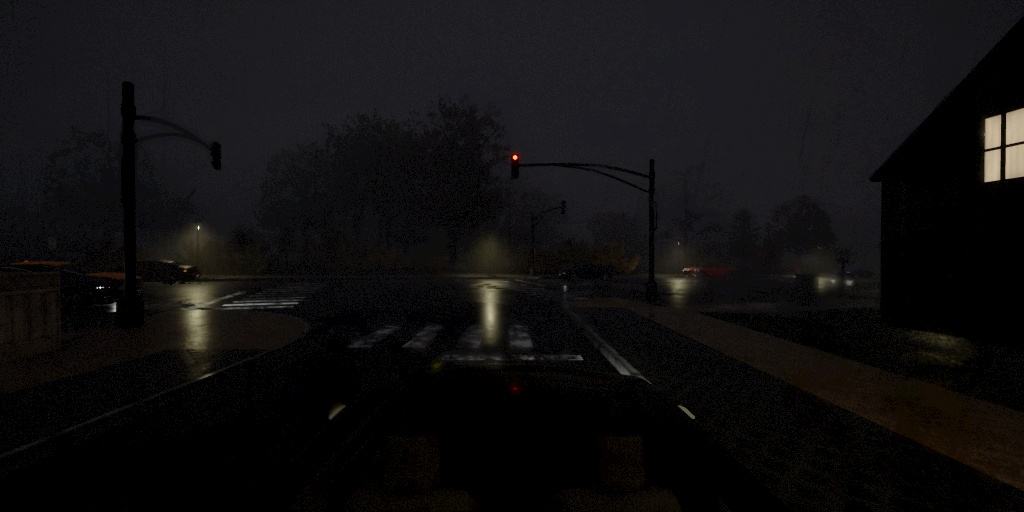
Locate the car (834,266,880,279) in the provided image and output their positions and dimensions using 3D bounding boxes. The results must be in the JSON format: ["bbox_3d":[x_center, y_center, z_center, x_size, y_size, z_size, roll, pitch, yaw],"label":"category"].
[{"bbox_3d":[38.973,1.824,40.552,5.008,1.535,1.882,1,0,-15],"label":"car"}]

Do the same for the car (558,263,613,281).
[{"bbox_3d":[6.286,1.351,30.711,4.892,1.490,1.837,1,0,-18],"label":"car"}]

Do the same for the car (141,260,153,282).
[{"bbox_3d":[-18.328,0.957,14.409,5.008,1.535,1.882,1,0,-21],"label":"car"}]

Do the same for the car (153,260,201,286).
[{"bbox_3d":[-20.927,0.944,20.586,4.674,1.442,1.812,1,0,-22],"label":"car"}]

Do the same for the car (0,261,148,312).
[{"bbox_3d":[-15.956,1.019,11.850,4.902,1.511,2.128,1,0,-22],"label":"car"}]

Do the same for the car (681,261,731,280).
[{"bbox_3d":[18.813,1.389,34.791,4.553,1.767,2.097,1,0,-17],"label":"car"}]
